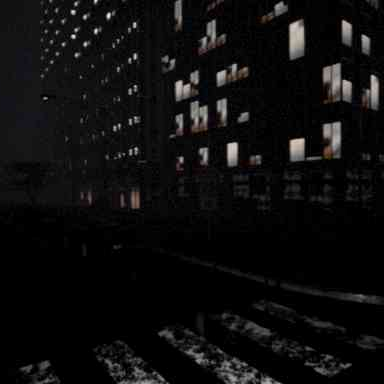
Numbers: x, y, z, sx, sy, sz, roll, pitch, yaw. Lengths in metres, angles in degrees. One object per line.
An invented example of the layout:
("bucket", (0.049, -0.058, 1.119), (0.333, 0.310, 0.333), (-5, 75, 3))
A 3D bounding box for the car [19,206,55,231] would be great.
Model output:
("car", (-10.013, 1.754, 22.203), (1.947, 1.339, 4.313), (-2, 1, -34))

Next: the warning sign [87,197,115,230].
("warning sign", (-5.355, 1.214, 19.587), (1.300, 1.860, 1.060), (0, 0, -34))

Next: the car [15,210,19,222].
("car", (-13.160, 1.817, 26.865), (1.947, 1.339, 4.313), (-2, 1, -34))

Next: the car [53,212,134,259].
("car", (-3.718, 1.615, 12.879), (2.008, 1.369, 4.403), (-2, 1, -34))

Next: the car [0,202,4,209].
("car", (-32.045, 2.230, 54.835), (1.802, 1.307, 4.206), (-2, 1, -34))
